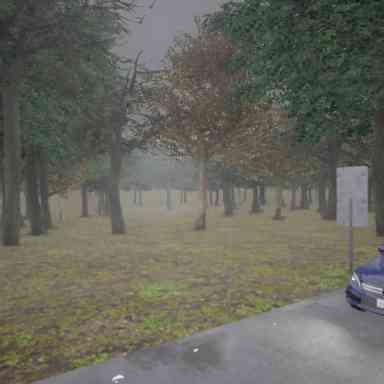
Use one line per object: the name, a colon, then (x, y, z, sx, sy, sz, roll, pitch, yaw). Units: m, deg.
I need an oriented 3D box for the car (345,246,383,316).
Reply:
car: (4.993, 1.542, 6.638, 4.674, 1.442, 1.812, 0, 0, -36)
